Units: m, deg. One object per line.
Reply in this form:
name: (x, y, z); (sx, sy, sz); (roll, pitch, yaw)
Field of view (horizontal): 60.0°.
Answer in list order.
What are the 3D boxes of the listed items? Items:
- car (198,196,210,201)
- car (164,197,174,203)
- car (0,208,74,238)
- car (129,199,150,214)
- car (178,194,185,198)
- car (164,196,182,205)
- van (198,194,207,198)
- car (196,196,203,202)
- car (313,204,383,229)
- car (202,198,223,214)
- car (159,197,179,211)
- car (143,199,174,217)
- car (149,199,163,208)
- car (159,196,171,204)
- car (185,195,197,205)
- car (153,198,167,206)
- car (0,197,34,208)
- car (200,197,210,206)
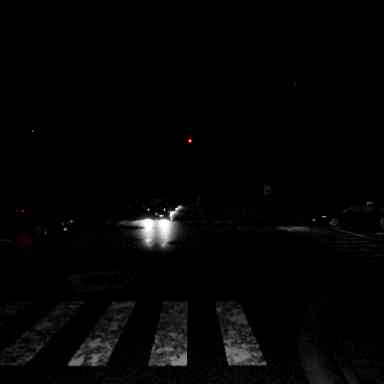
car: (2.410, 1.706, 52.658); (1.947, 1.339, 4.313); (0, 0, 0)
car: (-5.553, 1.800, 80.230); (2.008, 1.369, 4.403); (0, 0, 0)
car: (-8.791, 1.655, 17.317); (4.718, 1.301, 1.895); (0, 0, 0)
car: (-5.652, 1.528, 36.144); (1.967, 1.590, 4.097); (0, 0, 0)
car: (-3.009, 1.666, 62.044); (2.128, 1.511, 4.902); (0, 0, 1)
car: (-3.075, 1.702, 51.964); (1.994, 1.385, 4.181); (0, 0, 0)
van: (2.422, 1.501, 58.169); (1.690, 1.788, 3.998); (0, 0, 0)
car: (2.084, 1.817, 90.094); (1.812, 1.442, 4.674); (0, 0, 0)
car: (10.084, 1.484, 20.707); (4.902, 1.511, 2.128); (0, 0, 2)
car: (2.372, 1.654, 36.125); (1.947, 1.339, 4.313); (0, 0, 0)
car: (-3.097, 1.670, 41.979); (1.994, 1.385, 4.181); (0, 0, 1)
car: (-3.143, 1.677, 32.024); (1.895, 1.301, 4.718); (0, 0, 1)
car: (-5.615, 1.722, 52.676); (1.802, 1.307, 4.206); (0, 0, 0)
car: (-5.578, 1.643, 69.209); (1.967, 1.590, 4.097); (0, 0, 0)
car: (-0.102, 1.746, 63.874); (1.994, 1.385, 4.181); (0, 0, 0)
car: (-5.603, 1.711, 58.187); (2.008, 1.369, 4.403); (0, 0, 0)
car: (-12.650, 1.305, 20.559); (5.566, 2.045, 2.150); (0, 0, 0)
car: (2.397, 1.704, 47.148); (1.802, 1.307, 4.206); (0, 0, 0)
